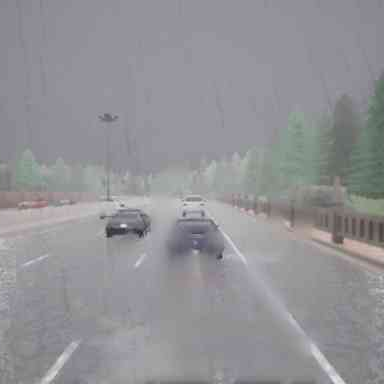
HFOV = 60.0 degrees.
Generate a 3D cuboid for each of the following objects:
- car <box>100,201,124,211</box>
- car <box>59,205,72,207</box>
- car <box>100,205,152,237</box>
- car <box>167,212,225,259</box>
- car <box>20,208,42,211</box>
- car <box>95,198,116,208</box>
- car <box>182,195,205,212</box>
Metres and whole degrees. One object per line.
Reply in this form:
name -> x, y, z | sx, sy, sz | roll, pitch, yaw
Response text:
car -> -6.843, 1.648, 29.615 | 1.812, 1.442, 4.674 | 0, 0, 0
car -> -17.477, 1.712, 46.477 | 1.812, 1.442, 4.674 | 0, 0, 1
car -> -3.369, 1.641, 18.416 | 1.994, 1.385, 4.181 | 0, 0, 0
car -> 0.119, 1.657, 12.850 | 1.895, 1.301, 4.718 | 0, 0, 0
car -> -20.982, 1.527, 44.113 | 2.097, 1.767, 4.553 | 0, 0, 0
car -> -13.942, 1.713, 53.997 | 2.128, 1.511, 4.902 | 0, 0, 1
car -> 0.166, 1.372, 34.621 | 2.150, 2.045, 5.566 | 0, 0, 0
